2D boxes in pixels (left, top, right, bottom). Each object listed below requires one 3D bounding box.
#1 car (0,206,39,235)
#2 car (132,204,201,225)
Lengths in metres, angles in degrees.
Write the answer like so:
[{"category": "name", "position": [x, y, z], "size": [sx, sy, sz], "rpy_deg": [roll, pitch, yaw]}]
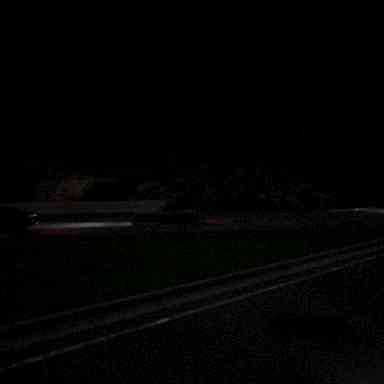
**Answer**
[{"category": "car", "position": [-11.088, 1.533, 18.234], "size": [4.902, 1.511, 2.128], "rpy_deg": [0, 0, -12]}, {"category": "car", "position": [-1.850, 1.542, 23.578], "size": [4.718, 1.301, 1.895], "rpy_deg": [-1, 0, -11]}]
